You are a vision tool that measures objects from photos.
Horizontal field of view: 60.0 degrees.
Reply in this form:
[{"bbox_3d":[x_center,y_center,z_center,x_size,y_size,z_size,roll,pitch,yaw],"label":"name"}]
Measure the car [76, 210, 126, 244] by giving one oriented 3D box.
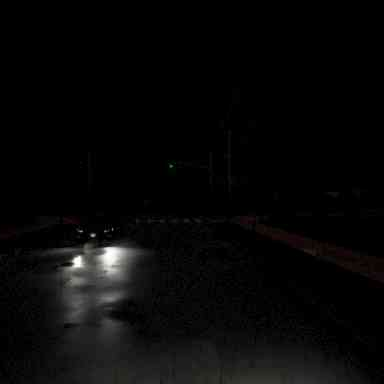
[{"bbox_3d":[-4.548,1.730,17.179,1.837,1.490,4.892,0,-1,-4],"label":"car"}]
